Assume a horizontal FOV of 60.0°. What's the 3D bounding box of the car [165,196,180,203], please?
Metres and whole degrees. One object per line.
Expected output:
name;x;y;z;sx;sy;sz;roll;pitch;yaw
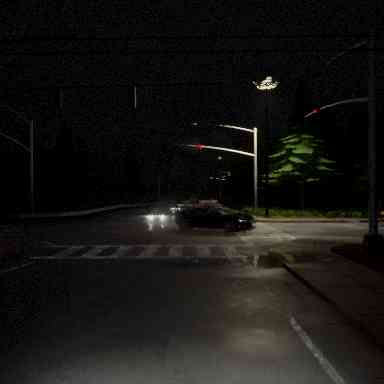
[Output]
car;-3.506;1.502;52.069;2.097;1.767;4.553;0;0;1

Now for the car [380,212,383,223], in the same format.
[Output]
car;15.168;1.484;22.040;5.008;1.535;1.882;0;0;1

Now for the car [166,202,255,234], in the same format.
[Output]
car;1.248;1.549;19.466;4.902;1.511;2.128;0;0;32

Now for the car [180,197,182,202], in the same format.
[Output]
car;-3.092;1.696;67.977;1.837;1.490;4.892;0;0;2

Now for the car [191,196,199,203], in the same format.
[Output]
car;0.718;1.630;75.688;1.837;1.490;4.892;0;0;2

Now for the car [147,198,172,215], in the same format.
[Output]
car;-3.574;1.674;35.482;1.994;1.385;4.181;0;0;0

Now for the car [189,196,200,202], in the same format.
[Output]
car;0.387;1.690;65.381;1.812;1.442;4.674;0;0;2
